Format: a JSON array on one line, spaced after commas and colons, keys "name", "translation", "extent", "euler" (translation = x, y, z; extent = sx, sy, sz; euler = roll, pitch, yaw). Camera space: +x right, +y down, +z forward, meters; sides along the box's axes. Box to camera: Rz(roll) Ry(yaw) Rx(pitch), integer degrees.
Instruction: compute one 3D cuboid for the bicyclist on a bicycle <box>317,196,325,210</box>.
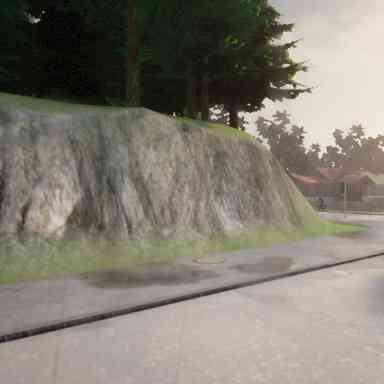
[{"name": "bicyclist on a bicycle", "translation": [15.462, 1.349, 39.963], "extent": [1.656, 1.620, 0.582], "euler": [0, 0, -36]}]
